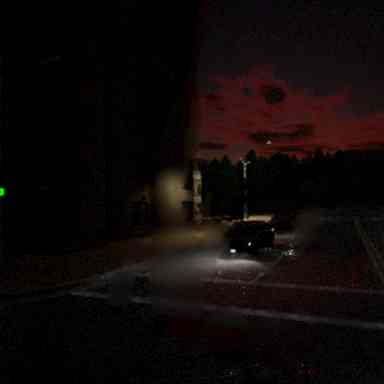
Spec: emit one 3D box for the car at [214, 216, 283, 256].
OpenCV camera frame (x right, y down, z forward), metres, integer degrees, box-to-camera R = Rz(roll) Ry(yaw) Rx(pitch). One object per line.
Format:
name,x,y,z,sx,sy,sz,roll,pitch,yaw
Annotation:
car,2.788,2.117,16.240,2.033,1.411,5.357,-3,-2,25

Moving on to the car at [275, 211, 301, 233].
car,7.462,2.310,26.381,1.882,1.535,5.008,-3,-2,25
